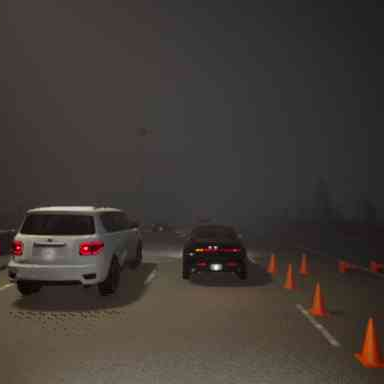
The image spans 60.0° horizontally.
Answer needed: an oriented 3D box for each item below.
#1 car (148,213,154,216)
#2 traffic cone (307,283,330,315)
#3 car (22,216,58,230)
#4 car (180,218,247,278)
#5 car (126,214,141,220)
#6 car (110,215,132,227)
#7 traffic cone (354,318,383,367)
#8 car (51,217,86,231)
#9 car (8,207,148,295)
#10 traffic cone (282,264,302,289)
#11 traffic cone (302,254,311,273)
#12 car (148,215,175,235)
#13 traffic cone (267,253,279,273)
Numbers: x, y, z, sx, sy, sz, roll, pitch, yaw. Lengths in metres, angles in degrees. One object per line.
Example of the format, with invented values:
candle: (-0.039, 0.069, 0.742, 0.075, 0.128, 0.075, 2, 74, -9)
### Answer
car: (-9.961, 5.578, 76.621, 2.097, 1.767, 4.553, -1, -4, 11)
traffic cone: (2.511, 2.097, 6.599, 0.340, 0.580, 0.340, 0, -2, 1)
car: (-16.609, 3.349, 36.632, 1.812, 1.442, 4.674, 0, -4, 1)
car: (0.672, 1.814, 11.073, 1.837, 1.490, 4.892, 0, -3, 1)
car: (-13.456, 5.856, 77.013, 1.895, 1.301, 4.718, -1, -4, 11)
car: (-9.463, 3.899, 44.679, 1.837, 1.490, 4.892, 0, -4, 1)
traffic cone: (2.479, 2.042, 4.600, 0.340, 0.580, 0.340, 0, -1, 1)
car: (-13.128, 3.385, 35.688, 1.895, 1.301, 4.718, 0, -4, 1)
car: (-2.854, 1.436, 9.436, 2.150, 2.045, 5.566, 0, -2, 1)
traffic cone: (2.544, 2.168, 8.600, 0.340, 0.580, 0.340, 0, -2, 1)
traffic cone: (3.575, 2.260, 10.582, 0.340, 0.580, 0.340, 0, -3, 1)
car: (-2.530, 2.979, 29.538, 1.812, 1.442, 4.674, 0, -4, 1)
traffic cone: (2.577, 2.255, 10.597, 0.340, 0.580, 0.340, 0, -3, 1)
